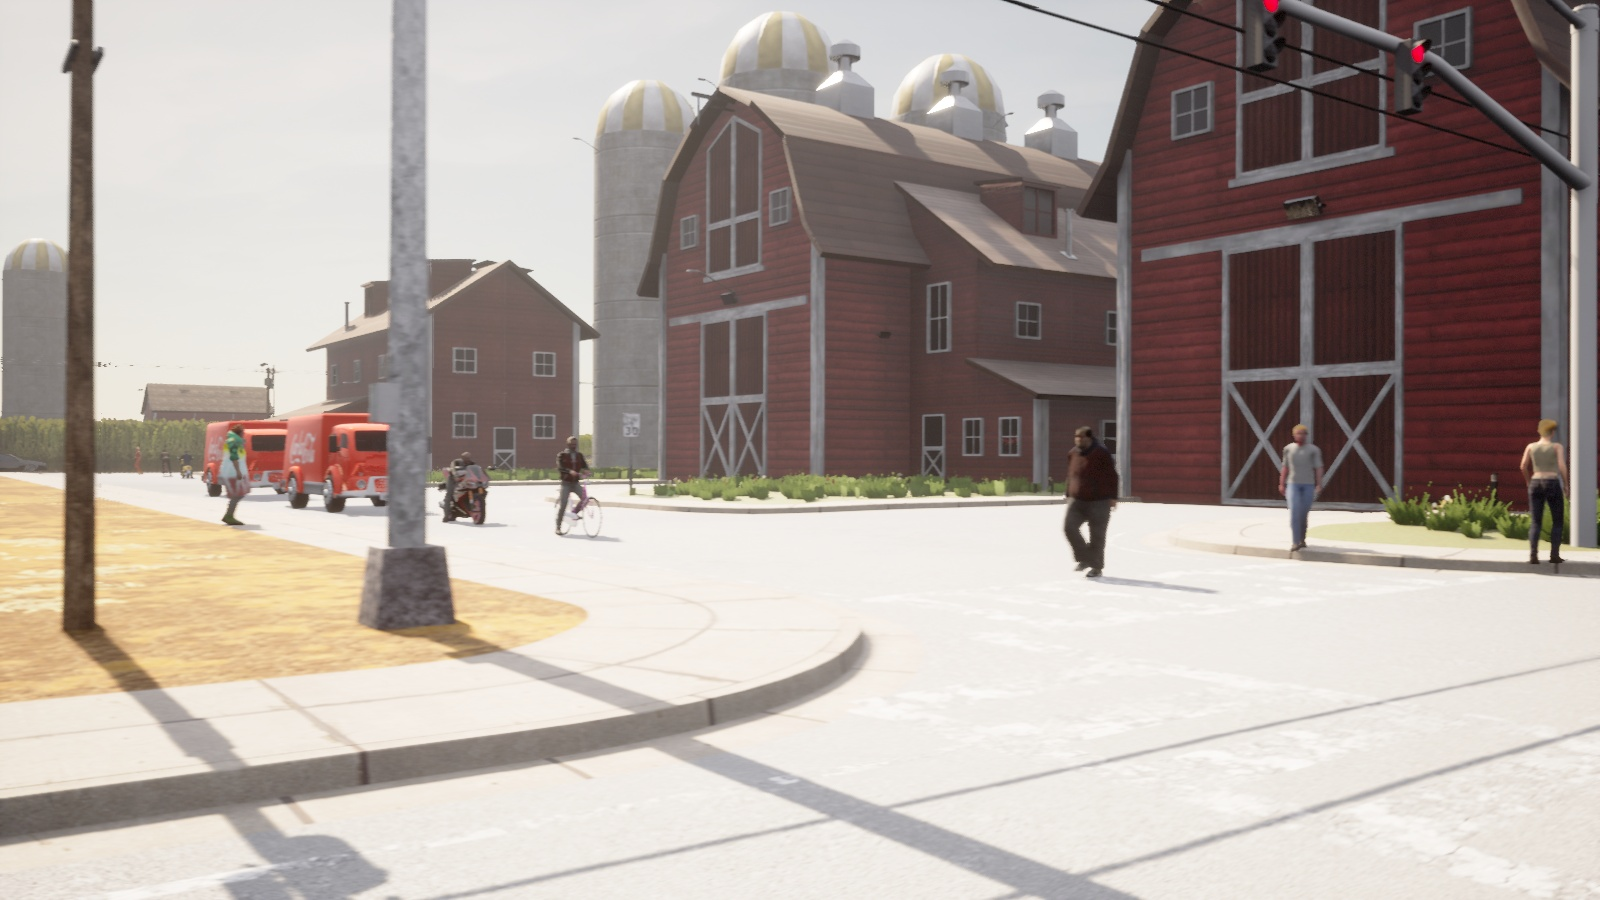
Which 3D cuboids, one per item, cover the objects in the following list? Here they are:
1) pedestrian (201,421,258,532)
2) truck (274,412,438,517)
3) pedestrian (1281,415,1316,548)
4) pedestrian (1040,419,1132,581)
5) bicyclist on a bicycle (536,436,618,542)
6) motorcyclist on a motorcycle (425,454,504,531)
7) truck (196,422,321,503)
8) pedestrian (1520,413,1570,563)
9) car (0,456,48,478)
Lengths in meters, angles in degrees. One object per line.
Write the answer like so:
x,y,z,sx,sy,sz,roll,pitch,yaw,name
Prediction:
-10.209,0.465,22.470,0.873,1.952,0.659,0,0,-29,pedestrian
-11.578,0.352,32.510,2.627,2.467,5.204,0,0,-36,truck
7.063,0.441,17.774,0.354,1.836,0.706,0,0,31,pedestrian
3.365,0.569,14.778,0.899,1.844,0.634,0,0,-39,pedestrian
-3.900,0.662,21.893,0.659,1.776,1.843,0,-1,-36,bicyclist on a bicycle
-7.034,0.848,26.228,0.866,1.530,2.191,0,0,-36,motorcyclist on a motorcycle
-17.763,0.366,41.054,2.627,2.467,5.204,-1,1,-36,truck
9.323,0.471,15.707,0.594,1.836,0.345,0,0,-38,pedestrian
-52.068,1.109,81.660,5.357,1.411,2.033,0,0,-35,car
